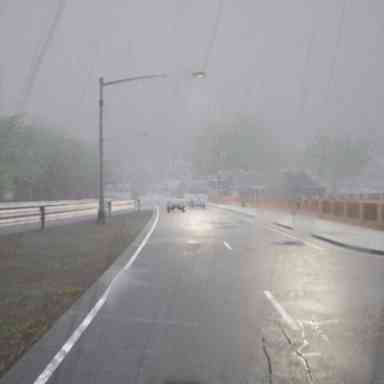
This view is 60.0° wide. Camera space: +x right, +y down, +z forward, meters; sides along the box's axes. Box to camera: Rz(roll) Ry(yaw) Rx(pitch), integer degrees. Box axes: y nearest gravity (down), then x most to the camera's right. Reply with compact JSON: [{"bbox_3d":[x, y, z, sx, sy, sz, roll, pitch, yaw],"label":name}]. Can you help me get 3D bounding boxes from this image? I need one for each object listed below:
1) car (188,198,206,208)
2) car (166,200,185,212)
[{"bbox_3d":[0.630,1.470,45.182,2.033,1.411,5.357,0,0,-7],"label":"car"},{"bbox_3d":[-1.923,1.522,37.355,1.895,1.301,4.718,0,0,-6],"label":"car"}]
